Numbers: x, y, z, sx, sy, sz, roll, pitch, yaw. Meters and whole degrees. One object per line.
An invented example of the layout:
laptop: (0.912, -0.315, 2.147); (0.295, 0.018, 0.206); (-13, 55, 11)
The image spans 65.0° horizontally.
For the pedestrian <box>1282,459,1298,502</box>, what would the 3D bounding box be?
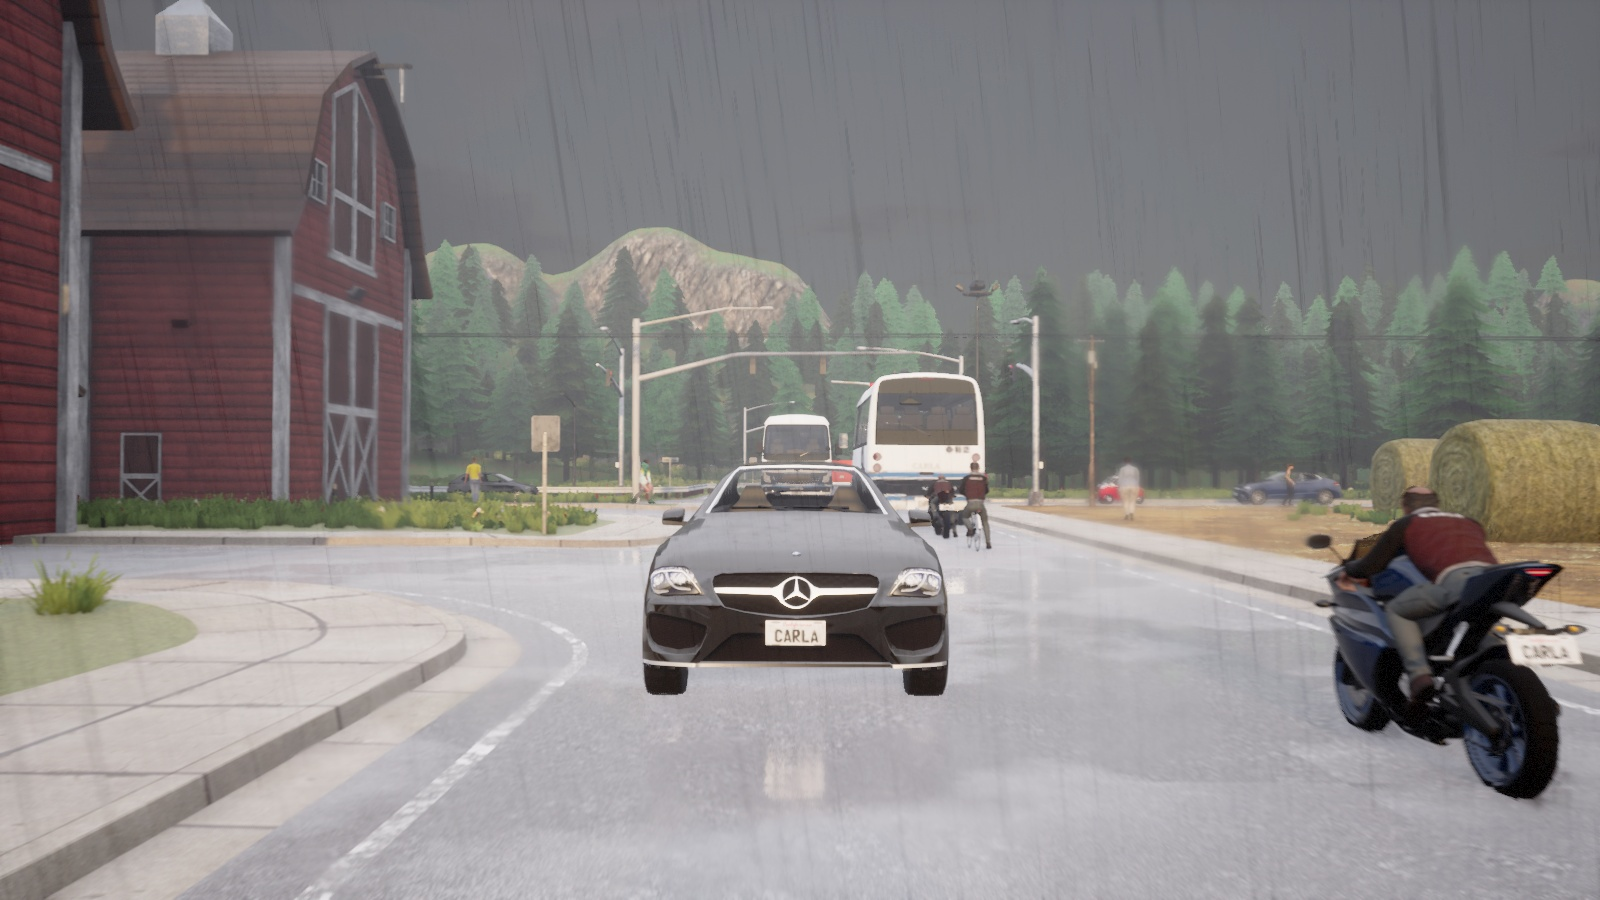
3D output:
pedestrian: (20.731, 1.281, 53.139); (0.594, 1.836, 0.345); (-1, -1, 31)

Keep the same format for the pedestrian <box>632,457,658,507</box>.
pedestrian: (-6.136, 1.255, 49.807); (0.873, 1.952, 0.659); (0, -1, -24)

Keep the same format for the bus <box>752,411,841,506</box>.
bus: (-0.155, 0.476, 61.243); (3.944, 4.253, 10.273); (0, -1, 0)

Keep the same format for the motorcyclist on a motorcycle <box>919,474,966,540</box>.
motorcyclist on a motorcycle: (3.426, 1.343, 30.288); (0.866, 1.530, 2.191); (0, -1, 0)

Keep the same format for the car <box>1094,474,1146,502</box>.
car: (15.931, 1.879, 62.520); (2.207, 1.376, 1.481); (0, -1, 1)

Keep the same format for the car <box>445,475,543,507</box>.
car: (-14.477, 1.909, 59.496); (4.193, 1.474, 1.816); (0, -1, 1)

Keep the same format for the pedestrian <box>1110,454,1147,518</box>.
pedestrian: (9.537, 1.043, 36.477); (0.874, 1.855, 0.900); (0, -1, 3)

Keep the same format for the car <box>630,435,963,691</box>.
car: (-0.026, 0.763, 10.634); (2.152, 1.651, 5.027); (0, -1, 0)

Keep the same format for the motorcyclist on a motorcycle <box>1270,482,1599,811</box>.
motorcyclist on a motorcycle: (3.483, 0.953, 7.027); (0.866, 1.530, 2.191); (0, -1, 0)

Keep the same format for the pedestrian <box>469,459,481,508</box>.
pedestrian: (-12.185, 1.249, 47.105); (0.354, 1.836, 0.706); (0, -1, -9)

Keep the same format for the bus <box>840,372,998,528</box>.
bus: (3.399, 0.080, 39.324); (3.944, 4.253, 10.273); (0, -1, 0)

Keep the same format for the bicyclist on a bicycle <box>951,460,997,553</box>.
bicyclist on a bicycle: (3.439, 1.088, 24.940); (0.659, 1.776, 1.843); (0, -1, 0)

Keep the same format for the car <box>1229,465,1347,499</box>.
car: (24.205, 1.568, 62.395); (5.027, 1.651, 2.152); (0, -1, 1)
